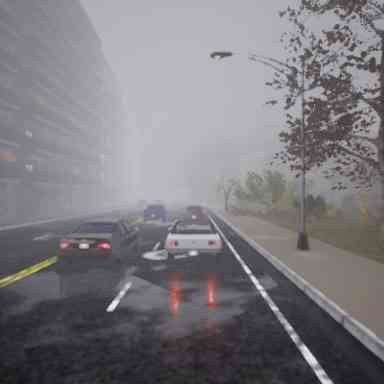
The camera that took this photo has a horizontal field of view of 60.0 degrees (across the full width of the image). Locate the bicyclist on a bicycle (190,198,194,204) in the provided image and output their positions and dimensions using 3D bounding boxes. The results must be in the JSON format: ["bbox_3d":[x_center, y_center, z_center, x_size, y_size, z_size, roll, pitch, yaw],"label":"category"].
[{"bbox_3d":[0.119,2.346,87.445,0.866,1.612,1.509,0,-1,-3],"label":"bicyclist on a bicycle"}]

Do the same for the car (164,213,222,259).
[{"bbox_3d":[0.075,1.736,13.116,1.895,1.301,4.718,0,-1,1],"label":"car"}]

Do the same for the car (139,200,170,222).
[{"bbox_3d":[-3.056,1.777,29.137,1.882,1.535,5.008,0,0,1],"label":"car"}]

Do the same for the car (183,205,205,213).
[{"bbox_3d":[0.188,1.821,28.778,1.812,1.442,4.674,0,0,1],"label":"car"}]

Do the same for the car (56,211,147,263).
[{"bbox_3d":[-3.187,1.675,12.397,2.033,1.411,5.357,0,-1,1],"label":"car"}]

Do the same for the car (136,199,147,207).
[{"bbox_3d":[-9.660,2.154,64.761,1.882,1.535,5.008,0,0,-1],"label":"car"}]
